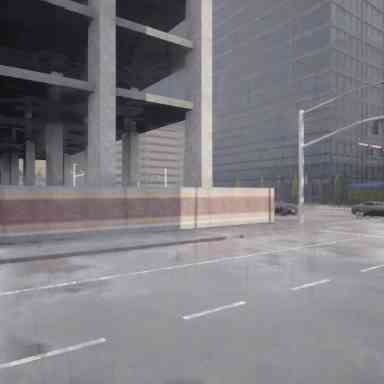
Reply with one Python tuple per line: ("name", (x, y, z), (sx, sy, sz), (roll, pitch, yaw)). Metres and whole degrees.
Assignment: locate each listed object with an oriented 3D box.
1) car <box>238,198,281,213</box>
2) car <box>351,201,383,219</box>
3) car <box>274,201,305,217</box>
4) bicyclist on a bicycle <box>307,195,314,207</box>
("car", (7.602, 1.504, 38.057), (1.837, 1.490, 4.892), (0, 0, -36))
("car", (15.549, 1.492, 27.103), (2.128, 1.511, 4.902), (0, 0, -36))
("car", (7.982, 1.547, 31.569), (2.033, 1.411, 5.357), (0, 0, -36))
("bicyclist on a bicycle", (16.514, 1.301, 46.176), (1.656, 1.620, 0.582), (0, 0, -36))
